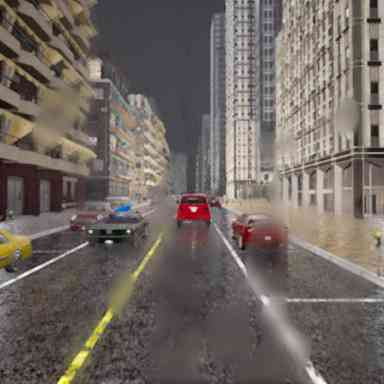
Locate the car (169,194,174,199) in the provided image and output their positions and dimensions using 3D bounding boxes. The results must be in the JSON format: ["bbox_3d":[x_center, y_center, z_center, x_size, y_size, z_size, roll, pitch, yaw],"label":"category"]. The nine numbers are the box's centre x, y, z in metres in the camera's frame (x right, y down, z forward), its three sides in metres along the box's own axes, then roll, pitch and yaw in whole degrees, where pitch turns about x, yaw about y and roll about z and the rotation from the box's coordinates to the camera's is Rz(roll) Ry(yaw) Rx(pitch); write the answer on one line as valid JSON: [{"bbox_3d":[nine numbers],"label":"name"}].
[{"bbox_3d":[-5.640,1.255,91.916,1.967,1.590,4.097,1,0,0],"label":"car"}]

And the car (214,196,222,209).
[{"bbox_3d":[2.689,1.323,42.313,1.967,1.590,4.097,1,0,0],"label":"car"}]

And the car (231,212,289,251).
[{"bbox_3d":[2.677,1.503,13.822,1.887,1.381,4.507,1,0,0],"label":"car"}]

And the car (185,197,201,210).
[{"bbox_3d":[0.117,1.391,41.448,1.837,1.490,4.892,0,1,0],"label":"car"}]

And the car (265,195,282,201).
[{"bbox_3d":[17.951,1.424,71.070,4.403,1.369,2.008,0,-1,0],"label":"car"}]

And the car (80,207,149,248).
[{"bbox_3d":[-3.092,1.557,14.643,1.895,1.301,4.718,0,0,0],"label":"car"}]

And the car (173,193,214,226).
[{"bbox_3d":[0.111,1.156,22.712,2.150,2.045,5.566,0,0,0],"label":"car"}]

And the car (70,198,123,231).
[{"bbox_3d":[-5.666,1.382,19.642,1.967,1.590,4.097,1,0,0],"label":"car"}]

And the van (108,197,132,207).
[{"bbox_3d":[-5.662,1.267,25.340,1.690,1.788,3.998,1,0,0],"label":"van"}]

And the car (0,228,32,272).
[{"bbox_3d":[-5.672,1.500,8.078,1.752,1.417,4.829,1,0,0],"label":"car"}]

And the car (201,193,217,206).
[{"bbox_3d":[2.696,1.176,53.711,2.192,1.841,5.009,1,0,0],"label":"car"}]

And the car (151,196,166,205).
[{"bbox_3d":[-5.656,1.443,53.827,1.802,1.307,4.206,1,0,0],"label":"car"}]
